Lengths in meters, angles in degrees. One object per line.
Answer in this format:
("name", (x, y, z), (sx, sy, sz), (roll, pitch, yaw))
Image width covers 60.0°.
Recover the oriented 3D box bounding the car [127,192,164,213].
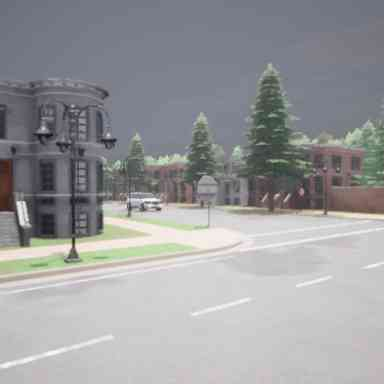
("car", (-5.154, 1.066, 35.886), (2.150, 2.045, 5.566), (0, 0, -34))
